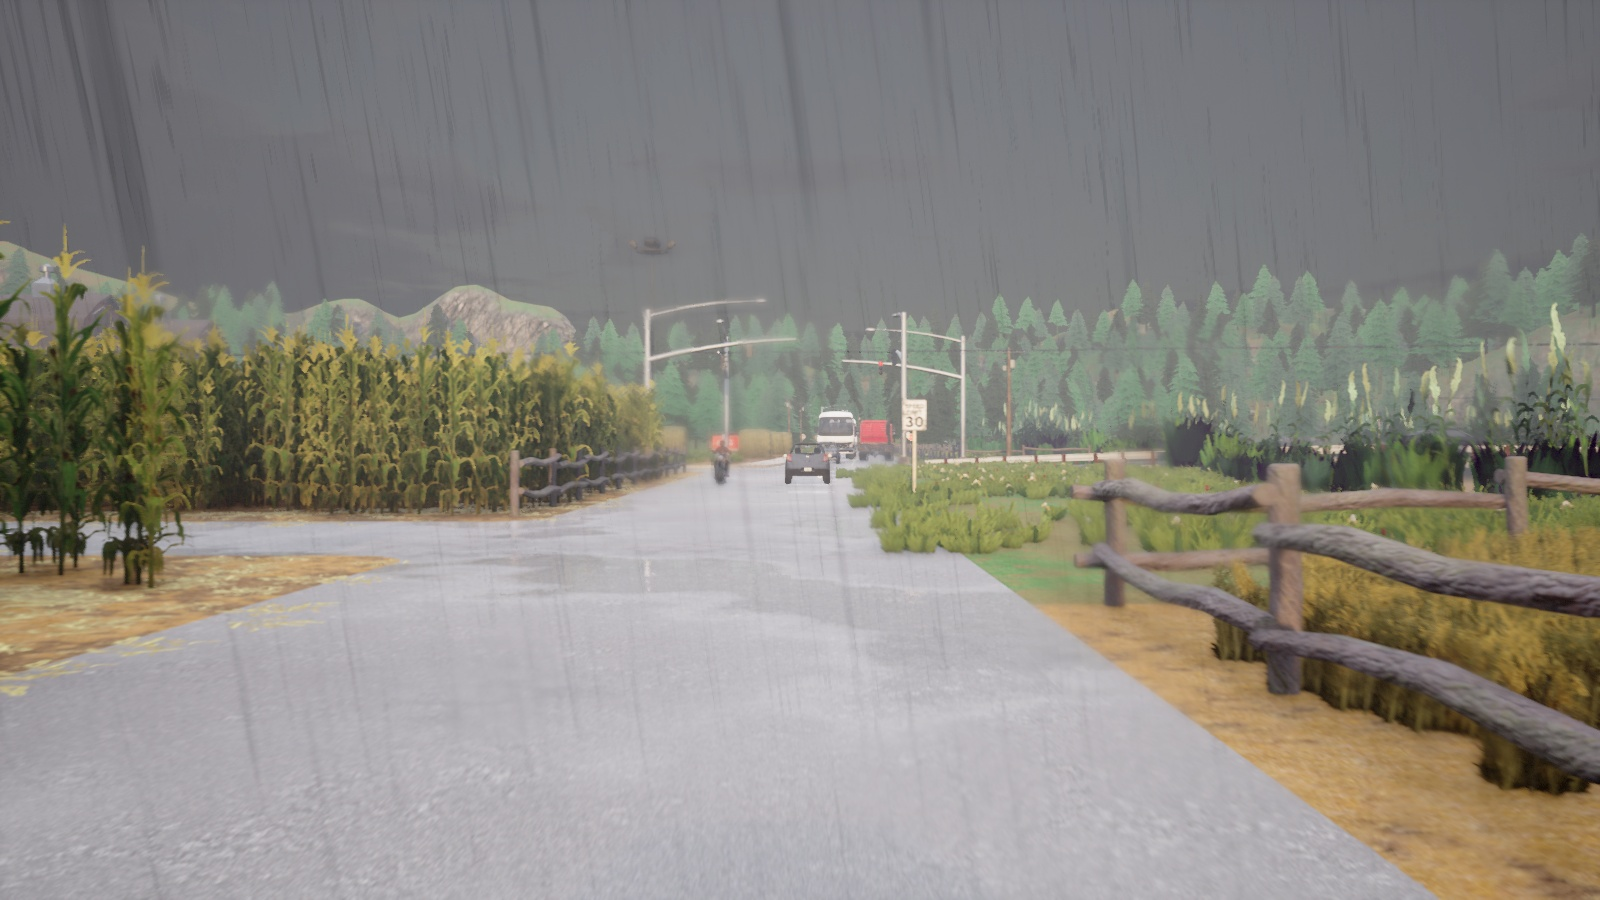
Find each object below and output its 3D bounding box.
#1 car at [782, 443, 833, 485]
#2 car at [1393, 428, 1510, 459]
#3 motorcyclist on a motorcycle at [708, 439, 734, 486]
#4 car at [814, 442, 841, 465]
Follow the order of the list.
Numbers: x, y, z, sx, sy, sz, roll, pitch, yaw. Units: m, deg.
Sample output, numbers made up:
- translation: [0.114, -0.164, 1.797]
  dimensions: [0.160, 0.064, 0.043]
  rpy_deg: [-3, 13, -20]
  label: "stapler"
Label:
- translation: [0.282, 0.495, 47.080]
  dimensions: [1.845, 1.501, 3.633]
  rpy_deg: [0, 0, 0]
  label: "car"
- translation: [33.532, -0.332, 64.780]
  dimensions: [5.008, 1.535, 1.882]
  rpy_deg: [0, 0, 8]
  label: "car"
- translation: [-2.828, 0.440, 45.210]
  dimensions: [0.766, 1.649, 2.350]
  rpy_deg: [0, 0, 0]
  label: "motorcyclist on a motorcycle"
- translation: [1.930, 0.201, 87.136]
  dimensions: [1.789, 1.549, 3.705]
  rpy_deg: [0, 0, 3]
  label: "car"
